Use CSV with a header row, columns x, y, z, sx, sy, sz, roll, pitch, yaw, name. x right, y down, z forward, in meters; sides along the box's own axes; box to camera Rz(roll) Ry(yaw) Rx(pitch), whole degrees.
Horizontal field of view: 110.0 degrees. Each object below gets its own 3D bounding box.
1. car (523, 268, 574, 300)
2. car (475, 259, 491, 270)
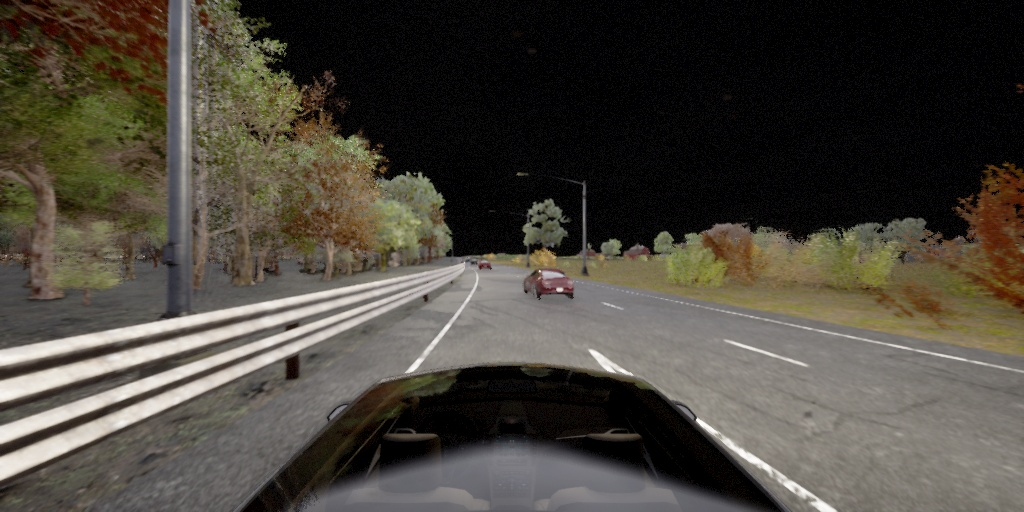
x,y,z,sx,sy,sz,roll,pitch,yaw,name
1.793,1.352,18.365,1.812,1.442,4.674,0,0,-9,car
-4.491,1.403,58.128,1.882,1.535,5.008,0,0,-9,car
